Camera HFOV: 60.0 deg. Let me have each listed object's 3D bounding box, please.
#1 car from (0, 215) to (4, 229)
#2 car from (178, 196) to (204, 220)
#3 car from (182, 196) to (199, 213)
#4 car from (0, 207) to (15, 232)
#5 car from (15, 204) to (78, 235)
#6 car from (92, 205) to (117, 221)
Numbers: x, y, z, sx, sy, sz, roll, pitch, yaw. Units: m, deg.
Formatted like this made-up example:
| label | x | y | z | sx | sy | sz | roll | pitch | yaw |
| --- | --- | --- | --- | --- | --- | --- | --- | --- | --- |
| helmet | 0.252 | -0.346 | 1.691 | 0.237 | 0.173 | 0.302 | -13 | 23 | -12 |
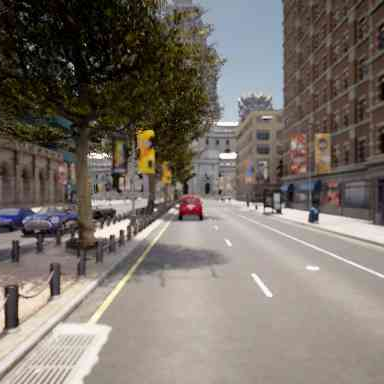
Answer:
| label | x | y | z | sx | sy | sz | roll | pitch | yaw |
| --- | --- | --- | --- | --- | --- | --- | --- | --- | --- |
| car | -8.130 | 1.635 | 9.752 | 2.033 | 1.411 | 5.357 | 0 | 0 | 0 |
| car | -0.108 | 1.452 | 30.593 | 2.150 | 2.045 | 5.566 | 0 | 0 | 0 |
| car | -0.129 | 1.555 | 44.182 | 2.150 | 2.045 | 5.566 | 0 | 0 | 0 |
| car | -11.661 | 1.708 | 21.769 | 1.812 | 1.442 | 4.674 | 0 | 0 | 0 |
| car | -8.160 | 1.514 | 19.800 | 2.097 | 1.767 | 4.553 | 0 | 0 | 0 |
| car | -8.153 | 1.838 | 29.821 | 1.895 | 1.301 | 4.718 | 0 | 0 | 0 |
